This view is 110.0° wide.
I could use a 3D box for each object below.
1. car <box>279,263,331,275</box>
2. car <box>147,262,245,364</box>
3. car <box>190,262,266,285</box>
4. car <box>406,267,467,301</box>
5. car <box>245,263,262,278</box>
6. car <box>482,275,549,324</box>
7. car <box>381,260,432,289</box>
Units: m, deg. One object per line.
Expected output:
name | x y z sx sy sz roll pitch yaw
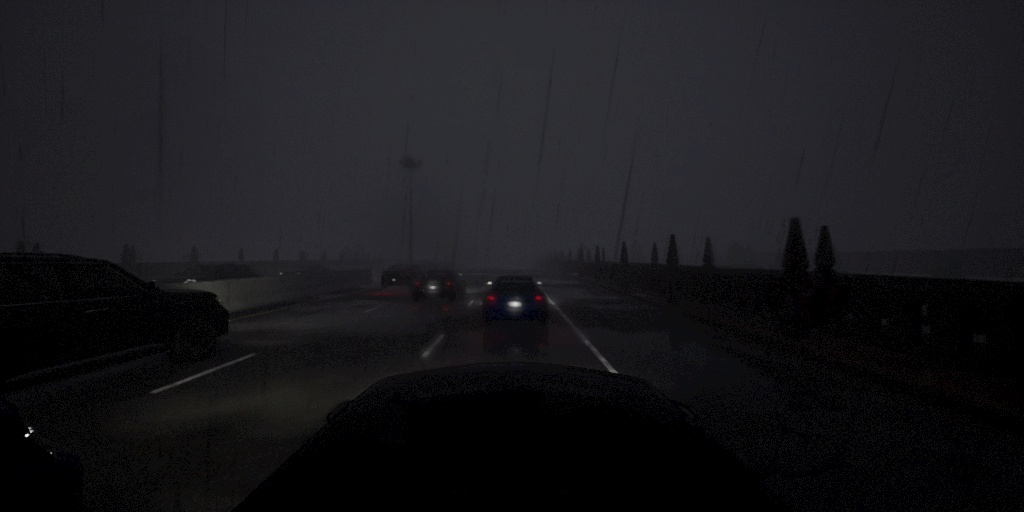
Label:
car | -17.598 1.319 30.879 2.033 1.411 5.357 0 0 0
car | -6.900 0.974 4.978 2.150 2.045 5.566 0 0 0
car | -21.096 1.272 26.959 1.837 1.490 4.892 0 0 0
car | -3.400 1.324 17.391 1.994 1.385 4.181 0 0 0
car | -14.099 1.112 16.677 2.097 1.767 4.553 0 0 0
car | 0.100 1.321 11.957 1.994 1.385 4.181 0 0 0
car | -6.900 1.242 23.411 1.882 1.535 5.008 0 0 0
